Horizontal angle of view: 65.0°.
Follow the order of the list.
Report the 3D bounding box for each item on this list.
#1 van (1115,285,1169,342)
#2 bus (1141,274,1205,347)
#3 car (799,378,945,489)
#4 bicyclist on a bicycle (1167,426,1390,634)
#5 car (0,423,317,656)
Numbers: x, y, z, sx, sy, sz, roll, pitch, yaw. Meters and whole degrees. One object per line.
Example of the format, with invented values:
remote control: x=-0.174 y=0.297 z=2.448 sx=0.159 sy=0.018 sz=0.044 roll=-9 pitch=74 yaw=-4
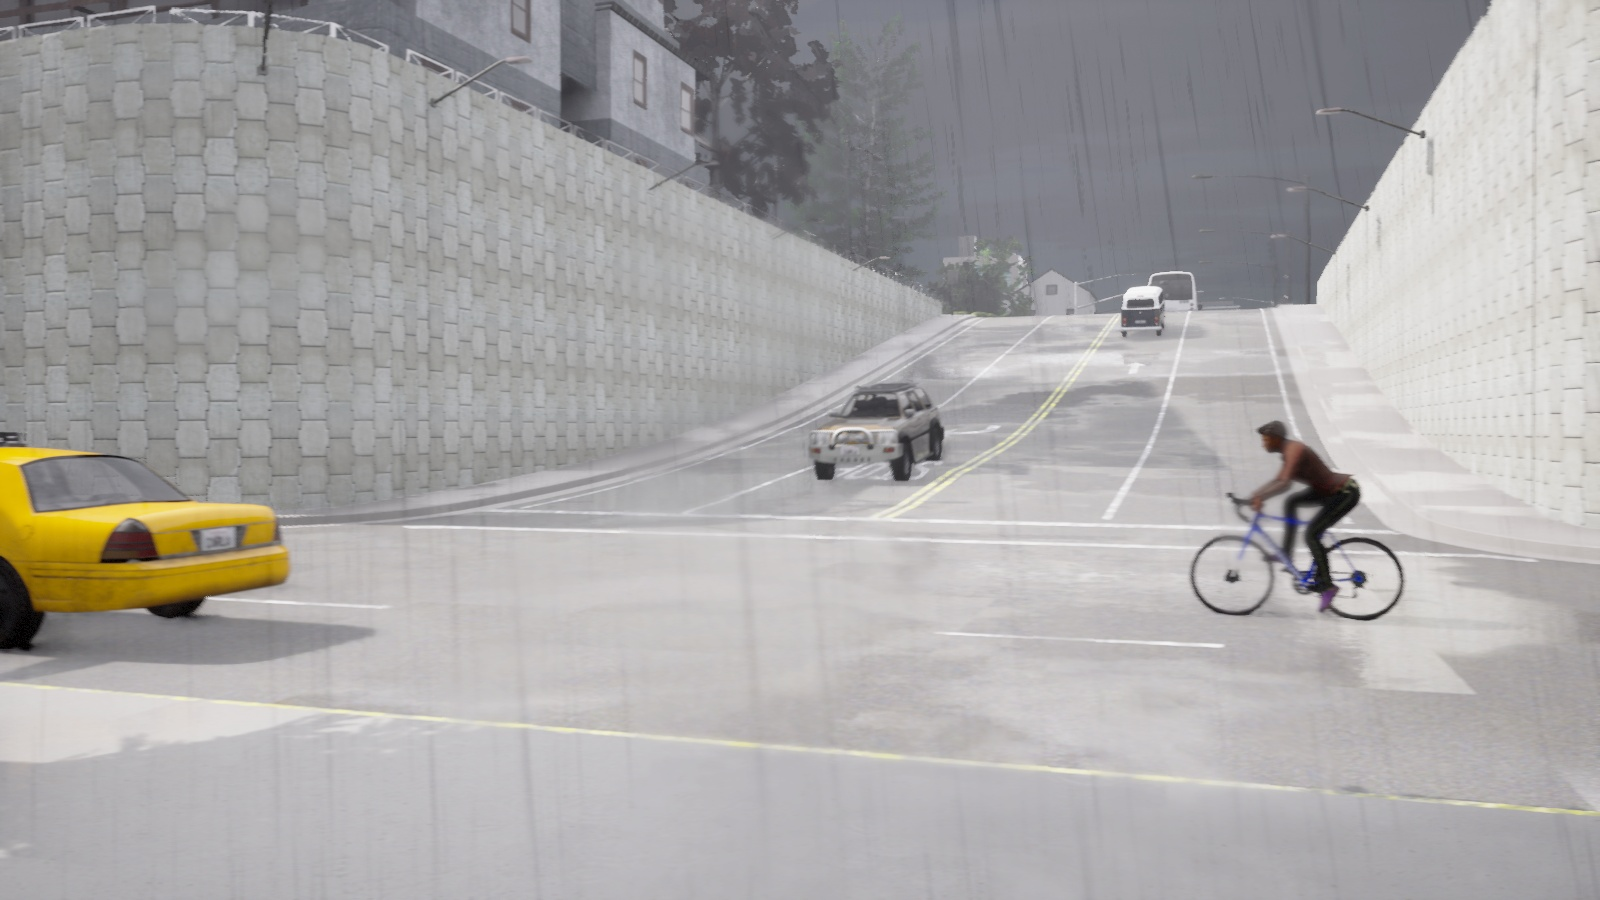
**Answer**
van: x=15.578 y=-6.233 z=56.999 sx=2.069 sy=2.038 sz=4.480 roll=1 pitch=12 yaw=19
bus: x=27.064 y=-9.903 z=90.761 sx=3.944 sy=4.253 sz=10.273 roll=1 pitch=1 yaw=19
car: x=1.667 y=-0.441 z=27.053 sx=1.932 sy=1.855 sz=4.605 roll=0 pitch=7 yaw=19
bicyclist on a bicycle: x=3.895 y=0.615 z=10.321 sx=1.656 sy=1.620 sz=0.582 roll=0 pitch=1 yaw=19
car: x=-6.758 y=0.571 z=10.213 sx=5.366 sy=1.575 sz=1.801 roll=1 pitch=1 yaw=19
